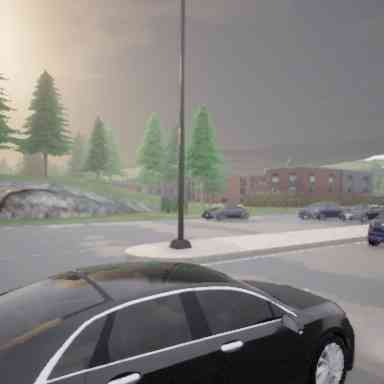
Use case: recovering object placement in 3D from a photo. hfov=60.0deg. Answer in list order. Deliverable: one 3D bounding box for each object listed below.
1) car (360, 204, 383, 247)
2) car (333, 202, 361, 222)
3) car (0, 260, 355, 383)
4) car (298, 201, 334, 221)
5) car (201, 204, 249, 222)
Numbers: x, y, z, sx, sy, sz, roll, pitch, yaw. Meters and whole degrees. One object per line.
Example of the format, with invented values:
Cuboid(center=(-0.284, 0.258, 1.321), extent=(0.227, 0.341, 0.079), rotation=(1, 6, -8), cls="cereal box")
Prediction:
Cuboid(center=(9.821, 1.518, 14.746), extent=(4.553, 1.767, 2.097), rotation=(1, 0, -35), cls="car")
Cuboid(center=(14.411, 1.769, 27.796), extent=(4.902, 1.511, 2.128), rotation=(1, 0, -34), cls="car")
Cuboid(center=(-0.209, 1.520, 3.499), extent=(4.892, 1.490, 1.837), rotation=(1, 0, -36), cls="car")
Cuboid(center=(11.786, 1.617, 30.249), extent=(4.553, 1.767, 2.097), rotation=(1, 0, -34), cls="car")
Cuboid(center=(2.873, 1.739, 28.412), extent=(4.181, 1.385, 1.994), rotation=(1, 0, -34), cls="car")
